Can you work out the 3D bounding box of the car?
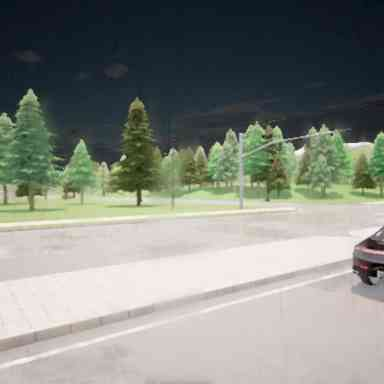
[{"bbox_3d":[5.773,1.399,7.921,4.902,1.511,2.128,-1,0,-35],"label":"car"}]
